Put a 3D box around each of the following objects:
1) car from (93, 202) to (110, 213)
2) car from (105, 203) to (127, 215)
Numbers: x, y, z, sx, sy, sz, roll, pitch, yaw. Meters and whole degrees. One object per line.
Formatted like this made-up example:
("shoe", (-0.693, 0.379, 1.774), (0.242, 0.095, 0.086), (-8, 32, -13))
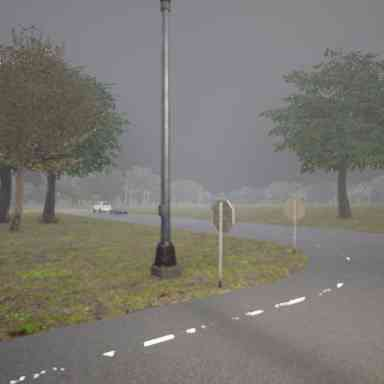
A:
("car", (-16.518, 2.814, 61.352), (2.150, 2.045, 5.566), (2, -2, -34))
("car", (-12.211, 3.025, 54.905), (1.994, 1.385, 4.181), (2, -2, -32))
